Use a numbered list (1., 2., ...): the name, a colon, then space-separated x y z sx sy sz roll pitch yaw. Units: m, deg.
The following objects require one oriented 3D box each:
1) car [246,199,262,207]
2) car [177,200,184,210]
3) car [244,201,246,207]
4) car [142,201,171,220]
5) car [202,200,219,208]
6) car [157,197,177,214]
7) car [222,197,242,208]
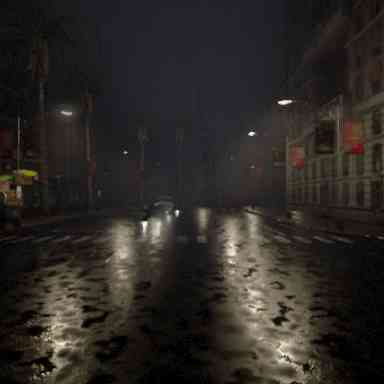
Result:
1. car: 12.594 2.212 68.342 1.882 1.535 5.008 -1 -1 41
2. car: -2.553 2.037 52.081 1.882 1.535 5.008 0 -1 10
3. car: 8.253 1.949 68.432 2.150 2.045 5.566 0 -1 38
4. car: -3.490 1.890 31.795 2.033 1.411 5.357 0 -1 0
5. car: 3.296 2.164 59.440 1.812 1.442 4.674 0 -1 22
6. car: -3.487 1.672 41.936 2.150 2.045 5.566 0 -1 0
7. car: 7.199 1.993 59.644 2.097 1.767 4.553 0 -1 25
